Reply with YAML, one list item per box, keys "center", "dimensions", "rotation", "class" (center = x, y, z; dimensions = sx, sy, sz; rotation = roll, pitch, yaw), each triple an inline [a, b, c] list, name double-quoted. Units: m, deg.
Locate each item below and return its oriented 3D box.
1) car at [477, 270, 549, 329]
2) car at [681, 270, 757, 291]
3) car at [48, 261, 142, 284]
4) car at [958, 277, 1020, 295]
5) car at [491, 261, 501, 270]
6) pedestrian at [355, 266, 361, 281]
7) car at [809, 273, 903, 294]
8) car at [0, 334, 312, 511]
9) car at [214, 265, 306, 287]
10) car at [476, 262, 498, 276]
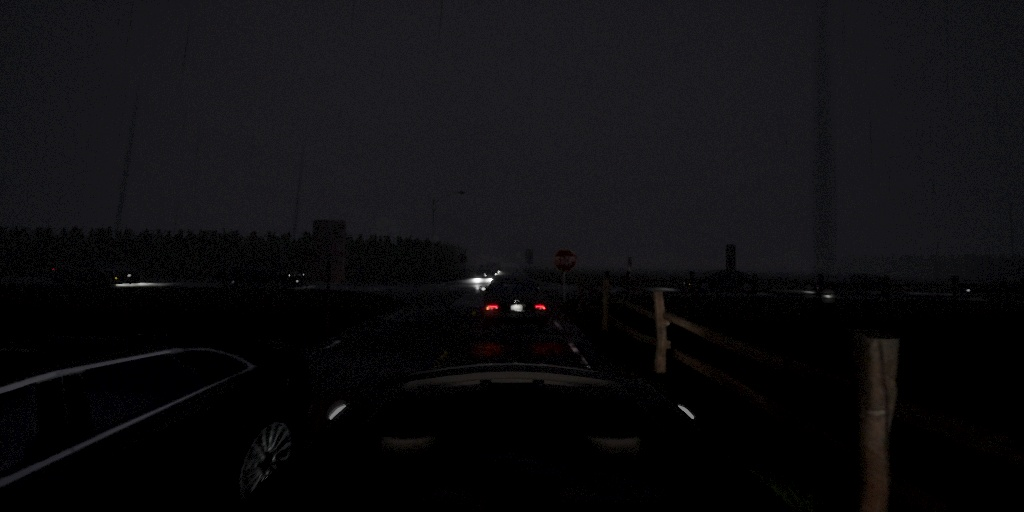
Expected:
- center: [-0.014, 1.363, 11.559]
  dimensions: [2.033, 1.411, 5.357]
  rotation: [0, 0, -3]
  class: "car"
- center: [14.644, 1.712, 25.476]
  dimensions: [4.892, 1.490, 1.837]
  rotation: [1, -1, 0]
  class: "car"
- center: [-25.882, 1.003, 22.387]
  dimensions: [4.181, 1.385, 1.994]
  rotation: [1, -1, 0]
  class: "car"
- center: [34.688, 2.168, 25.537]
  dimensions: [4.718, 1.301, 1.895]
  rotation: [1, -1, 0]
  class: "car"
- center: [-2.876, 1.615, 49.636]
  dimensions: [2.033, 1.411, 5.357]
  rotation: [0, 0, 0]
  class: "car"
- center: [-12.188, 1.343, 28.409]
  dimensions: [0.375, 1.300, 0.375]
  rotation: [0, -2, 0]
  class: "pedestrian"
- center: [24.423, 1.930, 25.513]
  dimensions: [5.357, 1.411, 2.033]
  rotation: [1, -1, 0]
  class: "car"
- center: [-2.848, 1.240, 1.481]
  dimensions: [2.128, 1.511, 4.902]
  rotation: [0, 0, 0]
  class: "car"
- center: [-15.563, 1.223, 22.386]
  dimensions: [4.718, 1.301, 1.895]
  rotation: [1, -1, 1]
  class: "car"
- center: [-2.869, 1.603, 39.791]
  dimensions: [1.895, 1.301, 4.718]
  rotation: [0, 0, 0]
  class: "car"
